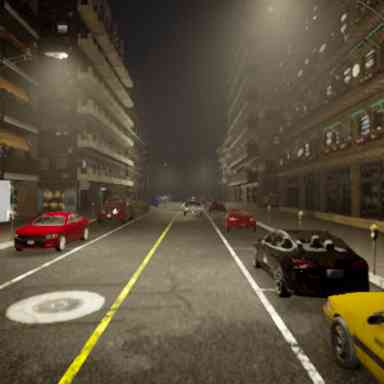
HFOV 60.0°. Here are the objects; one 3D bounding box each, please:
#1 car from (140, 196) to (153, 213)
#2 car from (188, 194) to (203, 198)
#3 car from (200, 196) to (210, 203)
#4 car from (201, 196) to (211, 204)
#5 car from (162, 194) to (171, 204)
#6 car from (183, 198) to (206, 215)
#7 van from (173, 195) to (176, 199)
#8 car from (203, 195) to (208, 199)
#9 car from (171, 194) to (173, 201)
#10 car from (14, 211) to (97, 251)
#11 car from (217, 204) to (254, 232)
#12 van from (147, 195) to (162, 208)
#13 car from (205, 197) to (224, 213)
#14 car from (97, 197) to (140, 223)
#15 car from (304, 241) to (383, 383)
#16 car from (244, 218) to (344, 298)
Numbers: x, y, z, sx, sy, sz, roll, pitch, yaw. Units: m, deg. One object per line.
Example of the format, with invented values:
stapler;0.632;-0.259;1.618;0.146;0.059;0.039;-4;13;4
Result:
car;-5.683;1.508;36.348;1.752;1.417;4.829;0;0;0
car;0.106;1.470;46.430;2.128;1.511;4.902;0;0;0
car;2.700;1.549;70.331;1.802;1.307;4.206;0;0;0
car;2.700;1.515;64.694;1.887;1.381;4.507;0;0;0
car;-5.681;1.521;64.699;2.008;1.369;4.403;0;0;0
car;0.104;1.585;33.126;1.895;1.301;4.718;0;0;0
van;-5.678;1.302;87.245;1.690;1.788;3.998;0;0;0
car;2.698;1.503;47.956;1.752;1.417;4.829;0;0;0
car;-5.680;1.518;70.336;2.008;1.369;4.403;0;0;0
car;-5.687;1.538;13.973;1.887;1.381;4.507;0;0;0
car;2.695;1.573;19.604;1.802;1.307;4.206;0;0;0
van;-5.681;1.319;47.791;1.690;1.788;3.998;0;0;0
car;2.697;1.565;36.513;1.802;1.307;4.206;0;0;0
car;-5.684;1.303;25.246;2.192;1.841;5.009;0;0;0
car;2.693;1.524;2.865;1.752;1.417;4.829;0;0;0
car;2.693;1.562;8.332;1.947;1.339;4.313;0;0;0
